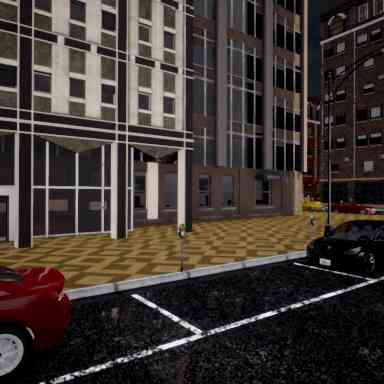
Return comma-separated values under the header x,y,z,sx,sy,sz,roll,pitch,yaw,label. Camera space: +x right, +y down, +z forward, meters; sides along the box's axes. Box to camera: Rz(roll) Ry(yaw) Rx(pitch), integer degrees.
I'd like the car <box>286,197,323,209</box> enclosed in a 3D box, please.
x,y,z,sx,sy,sz,roll,pitch,yaw,label
15.574,1.500,46.381,1.752,1.417,4.829,0,0,-36,car

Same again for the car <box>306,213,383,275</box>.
x,y,z,sx,sy,sz,roll,pitch,yaw,label
5.455,1.567,10.473,4.313,1.339,1.947,0,0,-36,car

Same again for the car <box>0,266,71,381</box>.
x,y,z,sx,sy,sz,roll,pitch,yaw,label
-3.793,1.545,3.847,4.507,1.381,1.887,0,0,-36,car

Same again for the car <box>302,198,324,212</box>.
x,y,z,sx,sy,sz,roll,pitch,yaw,label
12.283,1.467,36.611,1.752,1.417,4.829,0,0,-36,car

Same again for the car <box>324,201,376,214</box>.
x,y,z,sx,sy,sz,roll,pitch,yaw,label
15.492,1.535,32.154,1.802,1.307,4.206,0,0,-36,car
